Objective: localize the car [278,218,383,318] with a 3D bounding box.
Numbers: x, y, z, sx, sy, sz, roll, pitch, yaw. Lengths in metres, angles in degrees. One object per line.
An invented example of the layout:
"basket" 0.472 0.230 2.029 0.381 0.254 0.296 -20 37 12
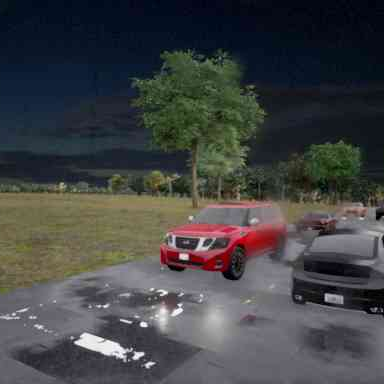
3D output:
"car" 3.698 1.602 7.708 1.837 1.490 4.892 0 -1 32

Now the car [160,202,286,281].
"car" 1.341 1.353 10.866 2.150 2.045 5.566 0 -1 34

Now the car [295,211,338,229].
"car" 8.173 1.911 21.650 1.895 1.301 4.718 0 -1 32

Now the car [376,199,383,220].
"car" 19.626 1.741 33.094 2.150 2.045 5.566 0 -1 32

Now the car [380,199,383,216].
"car" 25.303 1.919 42.254 2.150 2.045 5.566 0 -1 32

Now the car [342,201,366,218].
"car" 18.597 1.942 38.171 2.097 1.767 4.553 0 -1 32
